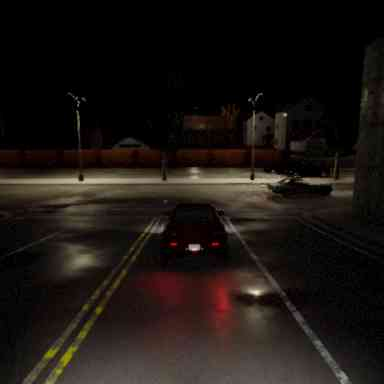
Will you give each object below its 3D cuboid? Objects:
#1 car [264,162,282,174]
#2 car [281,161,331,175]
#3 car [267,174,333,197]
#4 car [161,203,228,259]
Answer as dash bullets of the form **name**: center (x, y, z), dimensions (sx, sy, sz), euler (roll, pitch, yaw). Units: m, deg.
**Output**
- **car**: center (11.315, -3.014, 40.579), dimensions (5.008, 1.535, 1.882), euler (0, 10, -1)
- **car**: center (12.924, -2.414, 37.162), dimensions (4.892, 1.490, 1.837), euler (0, 9, -1)
- **car**: center (8.374, -0.417, 25.794), dimensions (4.718, 1.301, 1.895), euler (-1, 9, -5)
- **car**: center (0.072, 1.058, 10.486), dimensions (1.812, 1.442, 4.674), euler (0, 3, 0)
